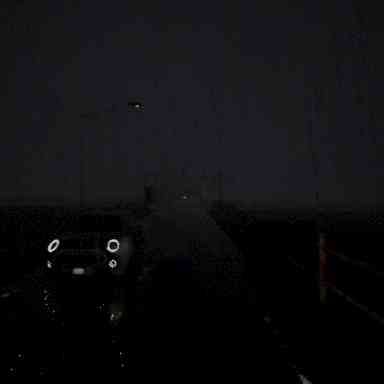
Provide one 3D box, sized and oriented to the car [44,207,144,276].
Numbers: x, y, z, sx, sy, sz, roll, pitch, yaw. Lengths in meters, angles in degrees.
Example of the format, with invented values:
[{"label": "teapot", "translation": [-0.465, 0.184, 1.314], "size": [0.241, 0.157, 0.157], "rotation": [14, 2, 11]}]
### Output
[{"label": "car", "translation": [-2.847, 1.412, 10.607], "size": [2.097, 1.767, 4.553], "rotation": [0, 0, 0]}]
